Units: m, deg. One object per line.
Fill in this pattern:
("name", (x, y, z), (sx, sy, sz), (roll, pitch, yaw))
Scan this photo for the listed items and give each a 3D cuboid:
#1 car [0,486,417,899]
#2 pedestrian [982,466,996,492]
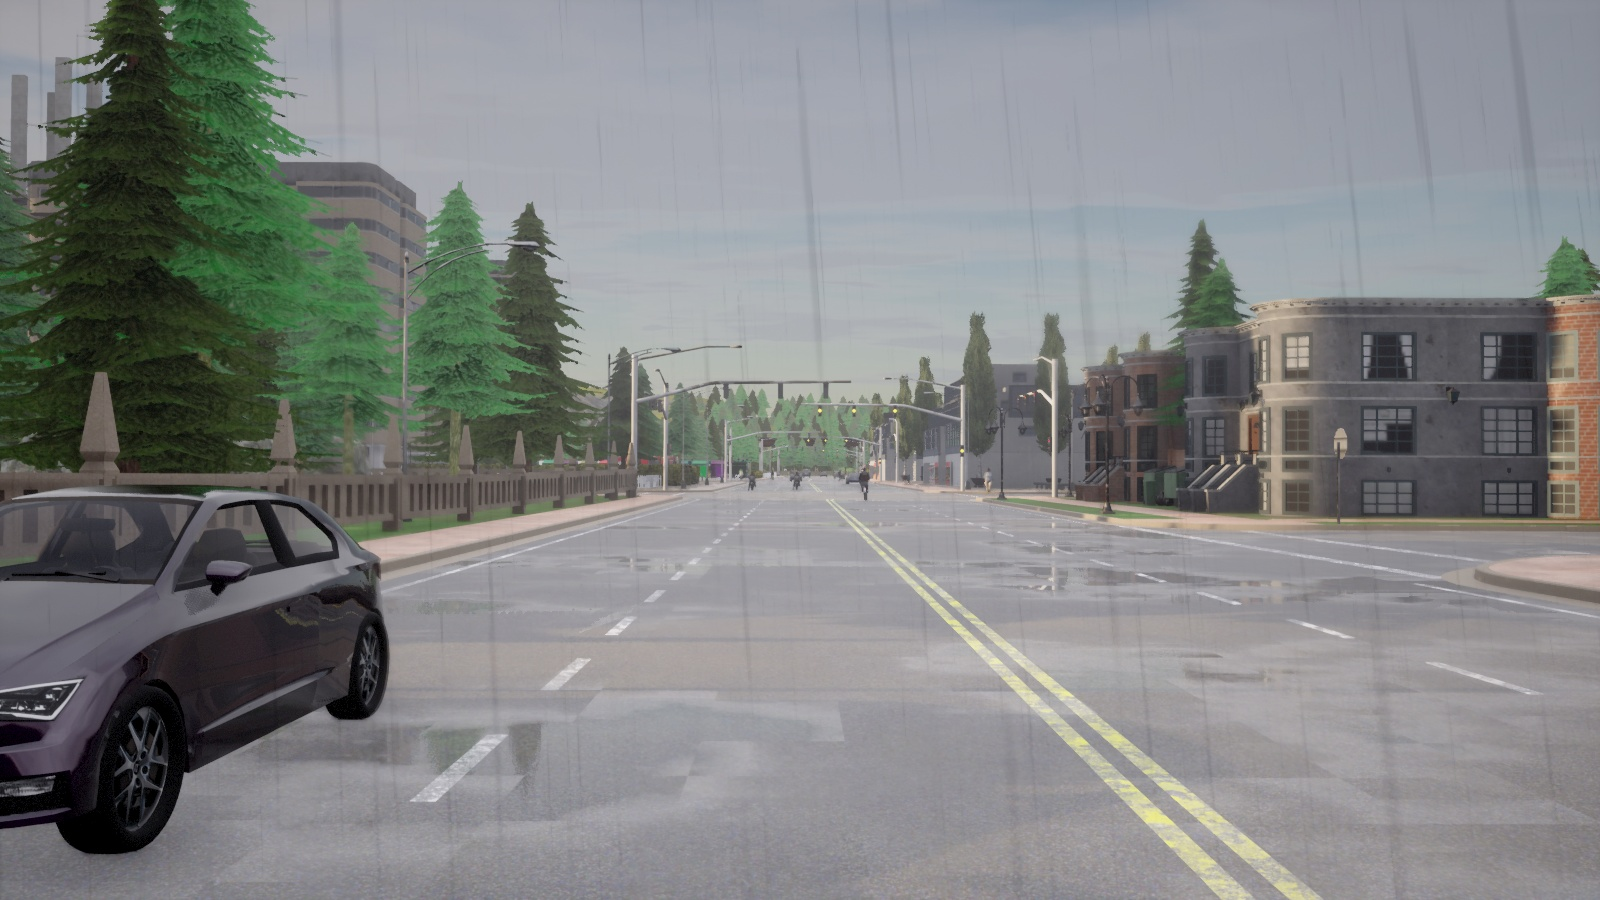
("car", (-3.515, 0.951, 6.460), (1.816, 1.474, 4.193), (0, -1, 0))
("pedestrian", (13.249, 2.024, 87.988), (0.874, 1.855, 0.900), (0, -1, 3))
